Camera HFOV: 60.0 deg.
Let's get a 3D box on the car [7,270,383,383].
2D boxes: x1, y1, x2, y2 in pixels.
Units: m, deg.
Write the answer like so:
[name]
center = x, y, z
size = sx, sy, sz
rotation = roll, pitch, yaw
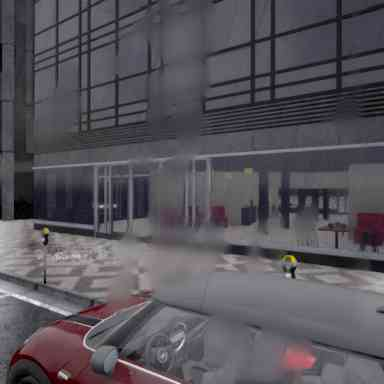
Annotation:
[car]
center = 0.196, 1.440, 2.820
size = 4.097, 1.590, 1.967
rotation = 0, 0, 36
